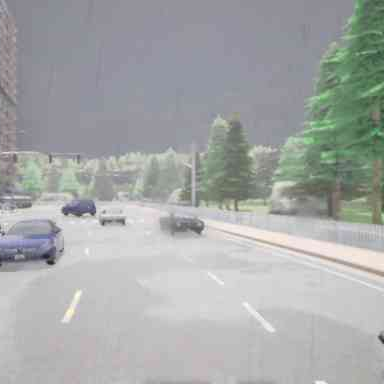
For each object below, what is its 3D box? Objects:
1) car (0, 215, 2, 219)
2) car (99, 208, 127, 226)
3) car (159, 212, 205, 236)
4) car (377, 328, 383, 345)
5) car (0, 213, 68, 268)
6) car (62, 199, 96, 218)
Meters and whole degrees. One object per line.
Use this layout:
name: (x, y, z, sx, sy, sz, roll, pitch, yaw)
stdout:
car: (-10.217, 1.515, 14.858, 2.150, 2.045, 5.566, 0, -1, -16)
car: (-6.721, 2.030, 27.890, 1.895, 1.301, 4.718, 0, -1, -19)
car: (-0.772, 1.874, 20.433, 1.895, 1.301, 4.718, 0, -1, -16)
car: (3.266, 1.595, 1.905, 1.895, 1.301, 4.718, -1, -1, -3)
car: (-5.845, 1.745, 12.341, 1.812, 1.442, 4.674, 0, -1, -16)
car: (-13.377, 1.885, 39.334, 2.150, 2.045, 5.566, 0, -1, -43)
